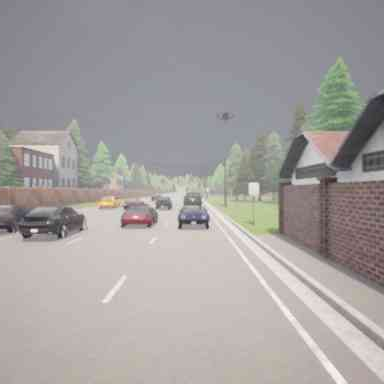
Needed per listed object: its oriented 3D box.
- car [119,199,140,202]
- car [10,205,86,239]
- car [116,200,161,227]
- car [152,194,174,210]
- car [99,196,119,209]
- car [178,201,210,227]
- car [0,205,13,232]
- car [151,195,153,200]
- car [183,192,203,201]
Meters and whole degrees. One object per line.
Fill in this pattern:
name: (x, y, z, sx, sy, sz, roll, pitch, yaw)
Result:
car: (-6.898, 1.431, 39.500, 1.895, 1.301, 4.718, 0, 0, 0)
car: (-6.900, 1.432, 16.960, 1.837, 1.490, 4.892, 0, 0, 0)
car: (-3.399, 1.469, 22.029, 1.994, 1.385, 4.181, 0, 0, 0)
car: (-3.397, 1.329, 40.847, 1.837, 1.490, 4.892, 0, 0, 0)
car: (-10.398, 1.295, 42.457, 1.882, 1.535, 5.008, 0, 0, 0)
car: (0.102, 1.507, 21.691, 1.895, 1.301, 4.718, 0, 0, 0)
car: (-10.400, 1.465, 19.162, 2.033, 1.411, 5.357, 0, 0, 0)
car: (-6.997, 1.196, 65.672, 1.882, 1.535, 5.008, 0, 0, 0)
car: (0.100, 1.048, 40.253, 2.150, 2.045, 5.566, 0, 0, 0)
